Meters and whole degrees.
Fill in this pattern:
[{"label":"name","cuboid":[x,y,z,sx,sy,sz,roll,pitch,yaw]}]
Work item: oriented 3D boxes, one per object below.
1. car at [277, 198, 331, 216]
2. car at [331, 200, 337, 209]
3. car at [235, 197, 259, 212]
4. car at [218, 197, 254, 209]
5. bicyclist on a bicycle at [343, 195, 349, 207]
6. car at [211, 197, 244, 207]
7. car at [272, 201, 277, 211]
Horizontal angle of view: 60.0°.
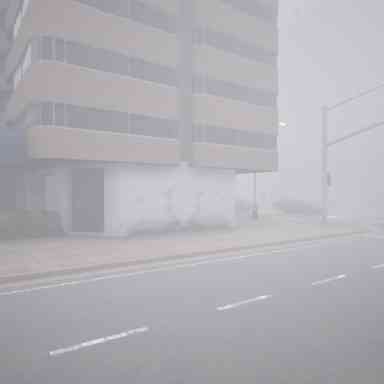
[{"label":"car","cuboid":[10.847,1.564,32.549,1.994,1.385,4.181,0,0,-36]},{"label":"car","cuboid":[16.309,1.491,43.176,2.128,1.511,4.902,0,0,-36]},{"label":"car","cuboid":[5.921,1.564,39.341,1.994,1.385,4.181,0,0,-35]},{"label":"car","cuboid":[5.911,1.491,45.307,2.128,1.511,4.902,0,0,-36]},{"label":"bicyclist on a bicycle","cuboid":[22.058,1.301,47.707,1.656,1.620,0.582,0,0,-36]},{"label":"car","cuboid":[5.454,1.547,52.211,2.033,1.411,5.357,0,0,-36]},{"label":"car","cuboid":[11.441,1.478,37.687,1.882,1.535,5.008,0,0,-36]}]
